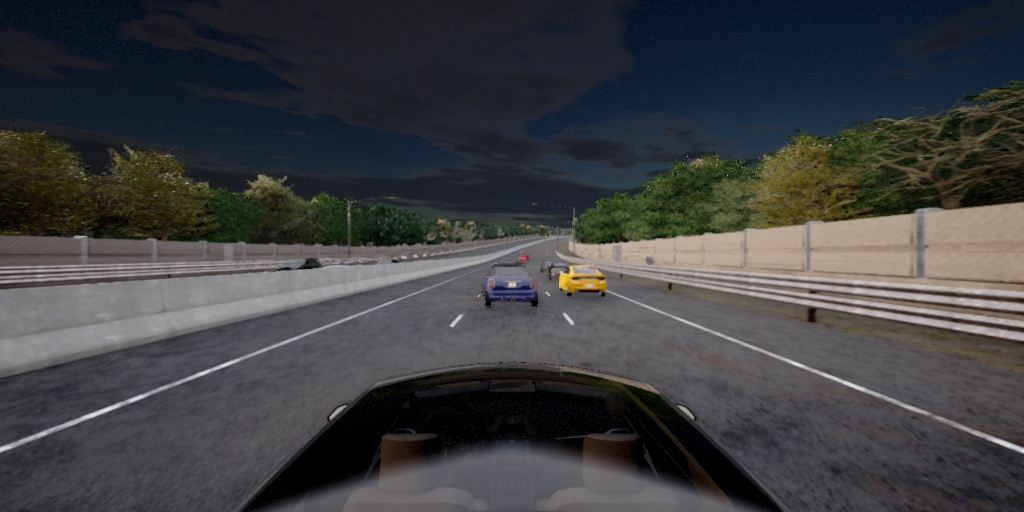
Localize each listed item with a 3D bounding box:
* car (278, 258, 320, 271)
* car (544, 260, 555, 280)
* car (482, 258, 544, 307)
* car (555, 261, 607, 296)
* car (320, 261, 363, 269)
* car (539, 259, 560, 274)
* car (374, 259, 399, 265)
[{"bbox_3d":[-20.584,0.963,35.030,2.097,1.767,4.553,0,1,2],"label":"car"},{"bbox_3d":[3.858,1.180,30.004,2.128,1.511,4.902,0,0,1],"label":"car"},{"bbox_3d":[-0.185,1.092,15.515,2.097,1.767,4.553,0,0,-6],"label":"car"},{"bbox_3d":[3.639,1.215,19.114,1.882,1.535,5.008,0,0,1],"label":"car"},{"bbox_3d":[-17.043,1.207,36.491,1.895,1.301,4.718,0,0,2],"label":"car"},{"bbox_3d":[4.180,1.153,40.890,2.033,1.411,5.357,0,1,2],"label":"car"},{"bbox_3d":[-13.465,1.101,38.540,1.837,1.490,4.892,0,0,2],"label":"car"}]
